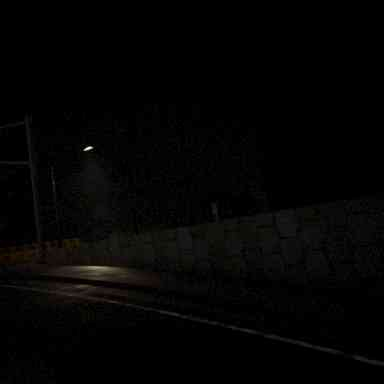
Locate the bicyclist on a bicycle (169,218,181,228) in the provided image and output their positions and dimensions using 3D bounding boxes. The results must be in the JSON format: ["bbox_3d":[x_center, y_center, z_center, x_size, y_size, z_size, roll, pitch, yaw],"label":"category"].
[{"bbox_3d":[-1.342,2.917,27.294,1.656,1.620,0.582,-14,-8,36],"label":"bicyclist on a bicycle"}]
